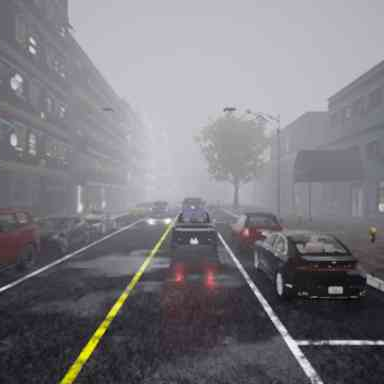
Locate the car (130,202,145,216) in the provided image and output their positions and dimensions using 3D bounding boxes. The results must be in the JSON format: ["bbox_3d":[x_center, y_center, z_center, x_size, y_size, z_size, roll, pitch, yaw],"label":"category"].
[{"bbox_3d":[-5.707,1.842,36.716,1.752,1.417,4.829,0,-1,0],"label":"car"}]

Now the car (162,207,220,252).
[{"bbox_3d":[0.088,1.612,14.469,2.128,1.511,4.902,0,-1,0],"label":"car"}]

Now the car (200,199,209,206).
[{"bbox_3d":[2.660,2.190,71.066,1.887,1.381,4.507,0,-1,0],"label":"car"}]

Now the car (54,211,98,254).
[{"bbox_3d":[-5.696,1.684,14.100,1.947,1.339,4.313,0,0,0],"label":"car"}]

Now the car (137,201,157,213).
[{"bbox_3d":[-5.708,1.914,42.583,1.887,1.381,4.507,0,-1,0],"label":"car"}]

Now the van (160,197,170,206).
[{"bbox_3d":[-5.722,1.986,71.067,1.690,1.788,3.998,0,-1,0],"label":"van"}]

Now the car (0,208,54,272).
[{"bbox_3d":[-5.695,1.385,8.405,2.192,1.841,5.009,0,0,0],"label":"car"}]

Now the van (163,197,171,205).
[{"bbox_3d":[-5.724,2.045,76.763,1.690,1.788,3.998,0,-1,0],"label":"van"}]

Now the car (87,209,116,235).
[{"bbox_3d":[-5.699,1.718,19.796,2.008,1.369,4.403,0,0,0],"label":"car"}]

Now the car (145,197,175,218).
[{"bbox_3d":[-3.108,1.639,33.440,2.097,1.767,4.553,0,-1,0],"label":"car"}]

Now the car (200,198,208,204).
[{"bbox_3d":[2.968,2.216,82.265,1.801,1.575,5.366,0,-1,0],"label":"car"}]

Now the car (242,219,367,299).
[{"bbox_3d":[2.687,1.620,8.405,2.008,1.369,4.403,0,0,0],"label":"car"}]

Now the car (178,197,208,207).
[{"bbox_3d":[0.087,1.500,32.471,2.150,2.045,5.566,0,-1,0],"label":"car"}]

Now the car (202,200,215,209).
[{"bbox_3d":[2.667,2.021,53.975,1.887,1.381,4.507,0,-1,0],"label":"car"}]

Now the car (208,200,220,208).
[{"bbox_3d":[2.672,1.920,42.584,2.008,1.369,4.403,0,-1,0],"label":"car"}]

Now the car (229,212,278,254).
[{"bbox_3d":[2.684,1.558,14.102,1.967,1.590,4.097,0,0,0],"label":"car"}]

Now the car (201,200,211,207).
[{"bbox_3d":[2.662,2.170,65.368,1.802,1.307,4.206,0,-1,0],"label":"car"}]

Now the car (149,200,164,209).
[{"bbox_3d":[-5.713,2.042,53.975,1.947,1.339,4.313,0,-1,0],"label":"car"}]

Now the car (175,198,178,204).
[{"bbox_3d":[-3.029,2.133,74.955,2.033,1.411,5.357,0,-1,0],"label":"car"}]
